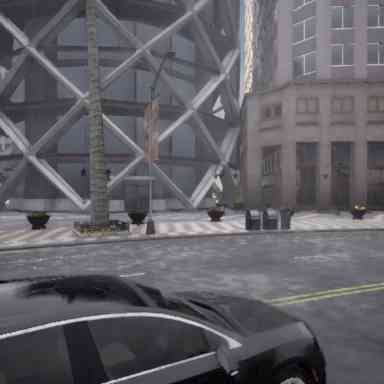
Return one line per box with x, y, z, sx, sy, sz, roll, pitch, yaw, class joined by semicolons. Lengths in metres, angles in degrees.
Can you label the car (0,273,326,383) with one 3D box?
-0.886;1.506;2.814;4.892;1.490;1.837;0;0;-34;car
